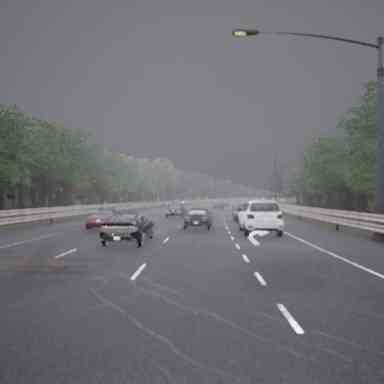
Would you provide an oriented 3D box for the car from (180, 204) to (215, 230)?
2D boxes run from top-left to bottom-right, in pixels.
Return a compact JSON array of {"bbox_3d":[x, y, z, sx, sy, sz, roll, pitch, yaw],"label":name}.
[{"bbox_3d":[0.509,1.881,24.222,1.812,1.442,4.674,0,-1,6],"label":"car"}]

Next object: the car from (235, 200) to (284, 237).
[{"bbox_3d":[4.066,1.521,20.321,2.150,2.045,5.566,0,-1,3],"label":"car"}]

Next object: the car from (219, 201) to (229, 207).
[{"bbox_3d":[7.390,2.750,75.963,1.895,1.301,4.718,0,-1,12],"label":"car"}]

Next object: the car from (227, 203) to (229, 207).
[{"bbox_3d":[5.767,2.165,41.563,2.033,1.411,5.357,0,-1,6],"label":"car"}]

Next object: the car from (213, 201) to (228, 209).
[{"bbox_3d":[4.910,2.412,61.243,2.128,1.511,4.902,0,-1,9],"label":"car"}]

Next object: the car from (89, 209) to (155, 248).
[{"bbox_3d":[-3.000,1.726,16.161,2.128,1.511,4.902,0,-1,2],"label":"car"}]

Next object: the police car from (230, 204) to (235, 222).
[{"bbox_3d":[4.774,1.963,30.936,2.038,1.542,4.974,0,-1,5],"label":"police car"}]

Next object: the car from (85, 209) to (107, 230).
[{"bbox_3d":[-6.096,1.913,24.017,1.994,1.385,4.181,0,-1,3],"label":"car"}]

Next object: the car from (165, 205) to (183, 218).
[{"bbox_3d":[-1.672,2.082,36.248,2.033,1.411,5.357,0,-1,5],"label":"car"}]
